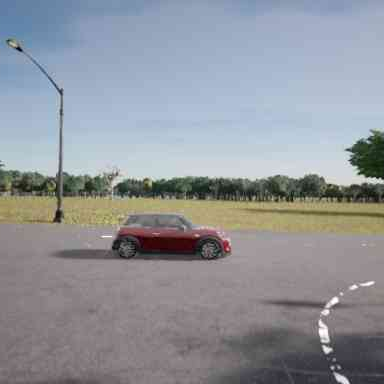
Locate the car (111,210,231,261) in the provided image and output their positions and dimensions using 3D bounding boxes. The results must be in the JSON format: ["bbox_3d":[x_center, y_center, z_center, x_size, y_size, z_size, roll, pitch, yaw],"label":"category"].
[{"bbox_3d":[-0.749,1.608,13.152,4.553,1.767,2.097,1,0,0],"label":"car"}]
